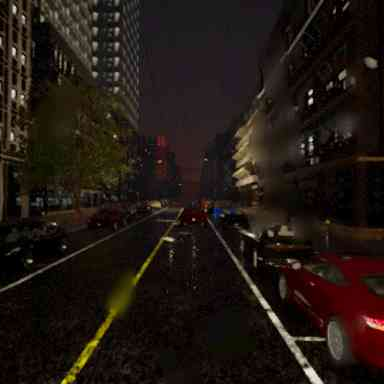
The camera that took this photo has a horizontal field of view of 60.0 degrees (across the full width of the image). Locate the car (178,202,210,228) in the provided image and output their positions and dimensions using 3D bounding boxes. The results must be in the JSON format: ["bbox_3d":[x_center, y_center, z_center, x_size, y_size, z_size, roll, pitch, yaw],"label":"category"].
[{"bbox_3d":[0.116,1.729,24.725,1.882,1.535,5.008,0,-1,0],"label":"car"}]

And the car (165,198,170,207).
[{"bbox_3d":[-5.634,2.228,67.827,2.008,1.369,4.403,1,-1,0],"label":"car"}]

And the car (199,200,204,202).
[{"bbox_3d":[0.127,2.021,41.667,1.895,1.301,4.718,0,-1,0],"label":"car"}]

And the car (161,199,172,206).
[{"bbox_3d":[-5.630,2.284,73.483,2.008,1.369,4.403,1,-1,0],"label":"car"}]

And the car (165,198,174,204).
[{"bbox_3d":[-5.621,2.283,84.796,1.967,1.590,4.097,1,-1,0],"label":"car"}]

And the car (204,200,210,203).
[{"bbox_3d":[2.733,1.965,39.503,1.947,1.339,4.313,1,-1,0],"label":"car"}]

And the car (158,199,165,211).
[{"bbox_3d":[-5.645,2.035,50.689,1.752,1.417,4.829,1,-1,0],"label":"car"}]

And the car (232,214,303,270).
[{"bbox_3d":[2.708,1.666,11.224,2.008,1.369,4.403,1,-1,0],"label":"car"}]

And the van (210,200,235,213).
[{"bbox_3d":[2.723,1.628,28.194,1.690,1.788,3.998,1,-1,0],"label":"van"}]

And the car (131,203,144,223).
[{"bbox_3d":[-5.661,1.838,28.234,2.008,1.369,4.403,1,-1,0],"label":"car"}]

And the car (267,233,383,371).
[{"bbox_3d":[2.704,1.640,5.567,1.802,1.307,4.206,1,-1,0],"label":"car"}]

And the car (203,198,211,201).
[{"bbox_3d":[2.742,1.982,45.330,1.752,1.417,4.829,1,-1,0],"label":"car"}]

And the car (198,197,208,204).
[{"bbox_3d":[2.728,2.158,84.754,2.192,1.841,5.009,1,-1,0],"label":"car"}]

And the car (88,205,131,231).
[{"bbox_3d":[-5.664,1.775,22.578,1.887,1.381,4.507,1,-1,0],"label":"car"}]

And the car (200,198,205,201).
[{"bbox_3d":[2.705,2.148,56.472,1.802,1.307,4.206,1,-1,0],"label":"car"}]

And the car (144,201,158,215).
[{"bbox_3d":[-5.653,1.951,39.547,2.008,1.369,4.403,1,-1,0],"label":"car"}]

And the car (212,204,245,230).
[{"bbox_3d":[2.716,1.780,22.536,2.008,1.369,4.403,1,-1,0],"label":"car"}]

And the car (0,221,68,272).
[{"bbox_3d":[-5.672,1.682,11.265,1.947,1.339,4.313,1,-1,0],"label":"car"}]

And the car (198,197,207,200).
[{"bbox_3d":[2.713,1.936,62.130,2.192,1.841,5.009,1,-1,0],"label":"car"}]

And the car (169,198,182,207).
[{"bbox_3d":[-2.961,2.140,66.455,1.882,1.535,5.008,0,-1,0],"label":"car"}]
